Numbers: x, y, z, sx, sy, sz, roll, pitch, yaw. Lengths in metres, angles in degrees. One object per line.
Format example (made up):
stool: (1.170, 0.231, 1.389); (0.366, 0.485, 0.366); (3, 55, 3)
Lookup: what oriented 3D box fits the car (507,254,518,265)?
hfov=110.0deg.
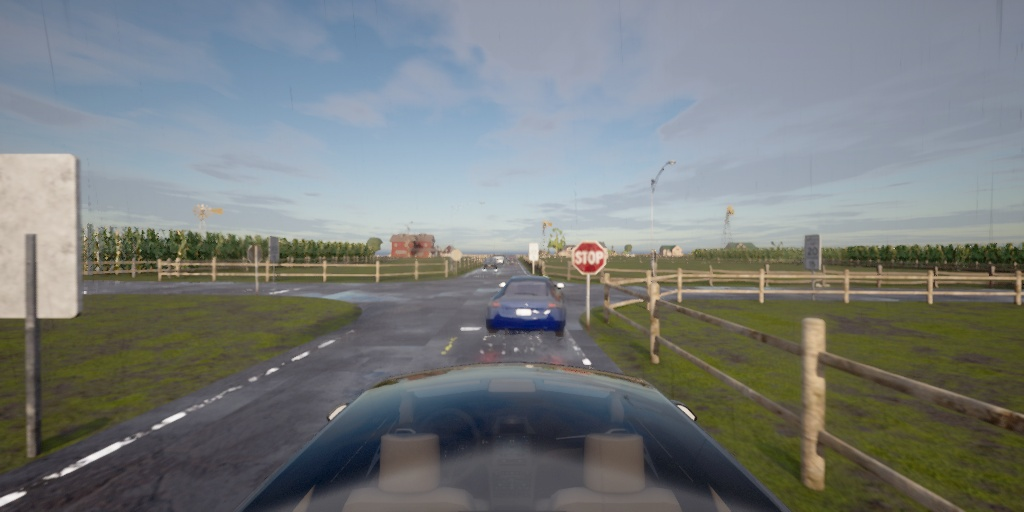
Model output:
car: (0.071, 0.814, 65.393); (2.128, 1.511, 4.902); (0, 0, 0)

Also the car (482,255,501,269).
car: (-2.785, 0.952, 46.958); (1.837, 1.490, 4.892); (0, 1, 0)

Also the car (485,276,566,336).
car: (0.529, 1.257, 10.290); (1.994, 1.385, 4.181); (0, 0, 7)

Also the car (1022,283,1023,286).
car: (33.219, 1.418, 20.944); (4.892, 1.490, 1.837); (0, 1, 1)
